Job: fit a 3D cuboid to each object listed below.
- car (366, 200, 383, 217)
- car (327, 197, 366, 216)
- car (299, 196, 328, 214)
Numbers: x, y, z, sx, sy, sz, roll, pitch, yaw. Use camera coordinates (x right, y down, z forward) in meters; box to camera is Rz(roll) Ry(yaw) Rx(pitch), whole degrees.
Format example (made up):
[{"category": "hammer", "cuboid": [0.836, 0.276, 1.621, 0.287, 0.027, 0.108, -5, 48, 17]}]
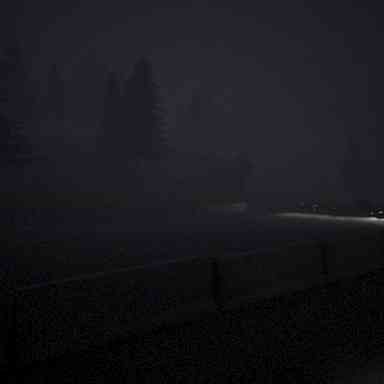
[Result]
[{"category": "car", "cuboid": [17.299, 1.509, 28.699, 4.181, 1.385, 1.994, 0, 0, -34]}, {"category": "car", "cuboid": [15.452, 1.412, 31.675, 5.008, 1.535, 1.882, 0, 0, -35]}, {"category": "car", "cuboid": [13.177, 1.272, 34.360, 4.553, 1.767, 2.097, 0, 0, -35]}]
